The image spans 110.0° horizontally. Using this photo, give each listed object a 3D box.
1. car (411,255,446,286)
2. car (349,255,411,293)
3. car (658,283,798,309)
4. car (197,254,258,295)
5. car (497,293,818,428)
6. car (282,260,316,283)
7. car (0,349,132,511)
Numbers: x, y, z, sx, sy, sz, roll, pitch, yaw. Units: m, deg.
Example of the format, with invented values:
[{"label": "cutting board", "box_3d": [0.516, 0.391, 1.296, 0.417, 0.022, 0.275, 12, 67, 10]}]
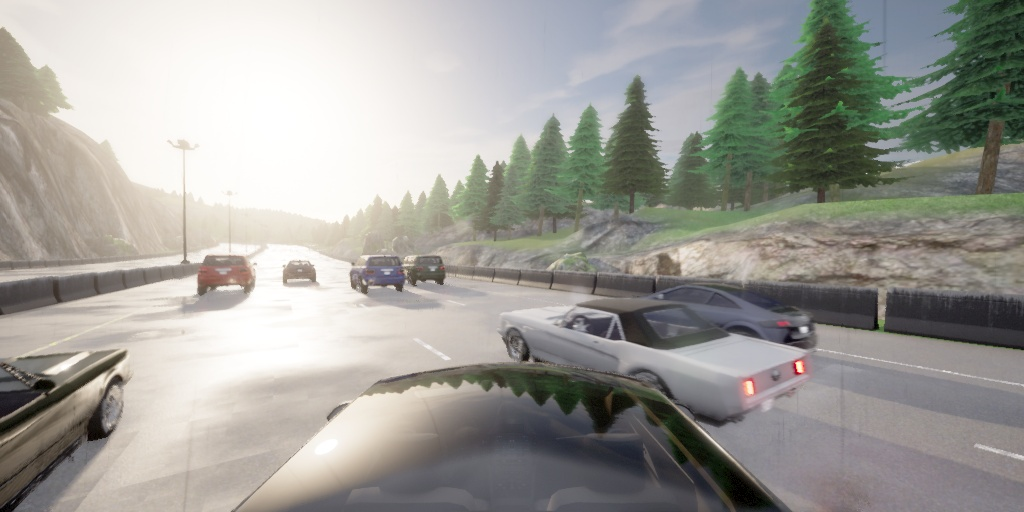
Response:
[{"label": "car", "box_3d": [-6.460, 0.942, 24.993, 2.150, 2.045, 5.566, 0, 0, -32]}, {"label": "car", "box_3d": [-7.891, 0.945, 20.753, 2.150, 2.045, 5.566, 0, 1, -33]}, {"label": "car", "box_3d": [4.263, 1.316, 8.238, 1.994, 1.385, 4.181, 0, 0, -33]}, {"label": "car", "box_3d": [-15.644, 0.928, 19.884, 2.150, 2.045, 5.566, 0, 0, -33]}, {"label": "car", "box_3d": [1.640, 1.350, 5.842, 1.895, 1.301, 4.718, 0, 0, -33]}, {"label": "car", "box_3d": [-16.196, 1.052, 27.247, 2.097, 1.767, 4.553, 0, 0, -33]}, {"label": "car", "box_3d": [-4.328, 1.343, 2.182, 1.895, 1.301, 4.718, 0, 0, -33]}]
